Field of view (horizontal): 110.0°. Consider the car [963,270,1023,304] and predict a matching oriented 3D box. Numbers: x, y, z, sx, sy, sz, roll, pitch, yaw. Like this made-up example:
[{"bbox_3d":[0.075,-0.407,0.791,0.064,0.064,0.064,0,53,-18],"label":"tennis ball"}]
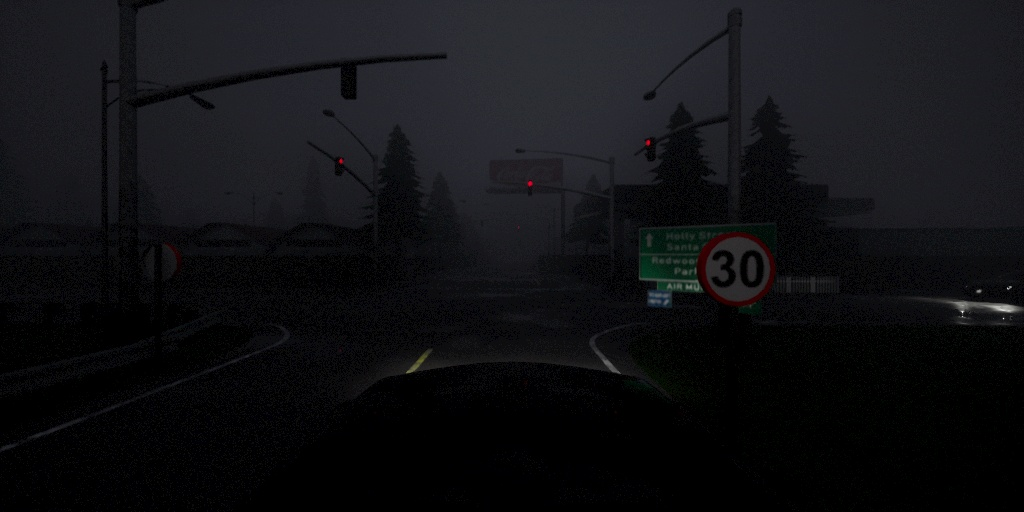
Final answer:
[{"bbox_3d":[24.382,1.405,16.826,4.892,1.490,1.837,0,0,1],"label":"car"}]
